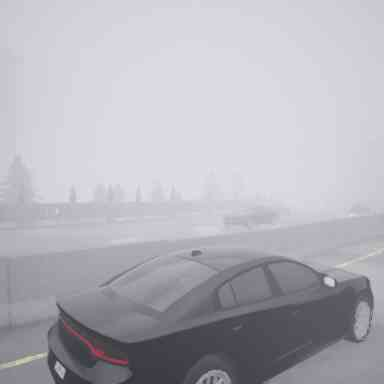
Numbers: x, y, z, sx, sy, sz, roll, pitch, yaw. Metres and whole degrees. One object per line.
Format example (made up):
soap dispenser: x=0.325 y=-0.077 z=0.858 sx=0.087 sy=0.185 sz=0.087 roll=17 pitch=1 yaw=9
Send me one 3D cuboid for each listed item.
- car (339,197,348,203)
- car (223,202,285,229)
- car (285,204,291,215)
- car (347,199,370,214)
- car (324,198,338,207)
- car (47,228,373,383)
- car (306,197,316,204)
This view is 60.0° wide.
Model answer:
car: x=34.671 y=1.855 z=75.781 sx=2.033 sy=1.411 sz=5.357 roll=0 pitch=0 yaw=21
car: x=4.071 y=1.567 z=22.524 sx=1.882 sy=1.535 sz=5.008 roll=0 pitch=0 yaw=42
car: x=8.642 y=1.716 z=34.045 sx=1.994 sy=1.385 sz=4.181 roll=0 pitch=0 yaw=34
car: x=19.157 y=1.705 z=37.892 sx=1.994 sy=1.385 sz=4.181 roll=0 pitch=0 yaw=28
car: x=24.282 y=1.762 z=58.338 sx=1.837 sy=1.490 sz=4.892 roll=0 pitch=0 yaw=21
car: x=0.700 y=1.492 z=4.658 sx=5.008 sy=1.535 sz=1.882 roll=0 pitch=0 yaw=-39
car: x=25.512 y=1.864 z=71.377 sx=1.812 sy=1.442 sz=4.674 roll=0 pitch=0 yaw=21
